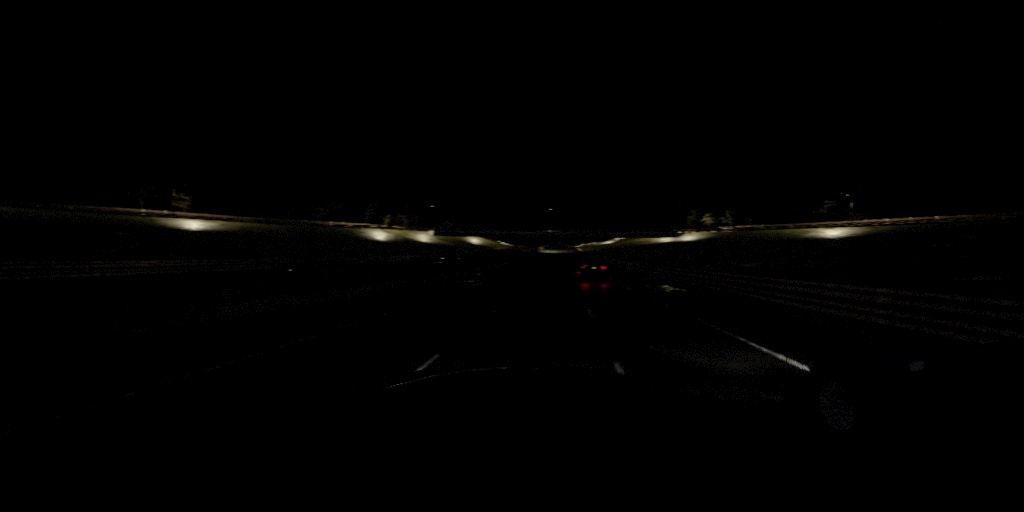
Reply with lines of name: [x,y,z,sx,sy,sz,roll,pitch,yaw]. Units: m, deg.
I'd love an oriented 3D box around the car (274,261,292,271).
car: [-17.803,0.997,30.495,1.882,1.535,5.008,1,0,8]

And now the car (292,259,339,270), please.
car: [-14.549,1.054,28.516,1.882,1.535,5.008,1,0,8]

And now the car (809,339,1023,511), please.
car: [4.395,1.299,2.387,1.882,1.535,5.008,1,0,8]

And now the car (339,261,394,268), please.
car: [-11.028,1.121,28.447,2.128,1.511,4.902,1,0,8]

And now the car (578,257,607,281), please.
car: [7.308,1.076,32.353,2.150,2.045,5.566,1,0,11]

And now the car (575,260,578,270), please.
car: [9.609,1.234,49.222,1.895,1.301,4.718,1,1,8]
